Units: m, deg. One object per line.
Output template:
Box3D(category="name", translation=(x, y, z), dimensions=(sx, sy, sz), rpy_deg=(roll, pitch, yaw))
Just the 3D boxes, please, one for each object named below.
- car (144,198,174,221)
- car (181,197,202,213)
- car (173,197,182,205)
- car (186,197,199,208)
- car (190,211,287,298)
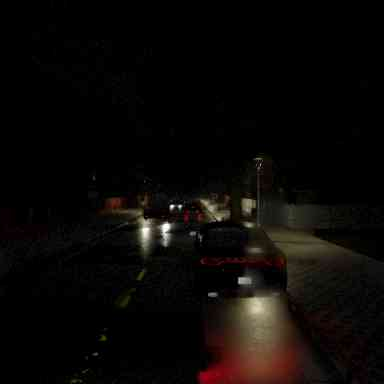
Box3D(category="car", translation=(-2.822, 1.467, 27.620), dimensions=(1.882, 1.535, 5.008), rpy_deg=(0, 0, 0))
Box3D(category="car", translation=(0.116, 1.459, 37.033), dimensions=(1.882, 1.535, 5.008), rpy_deg=(0, 0, 1))
Box3D(category="car", translation=(-2.690, 1.513, 57.430), dimensions=(1.994, 1.385, 4.181), rpy_deg=(0, 0, 0))
Box3D(category="car", translation=(0.050, 1.493, 47.194), dimensions=(1.812, 1.442, 4.674), rpy_deg=(0, 0, 0))
Box3D(category="car", translation=(0.971, 1.476, 8.574), dimensions=(1.882, 1.535, 5.008), rpy_deg=(0, 0, 0))
